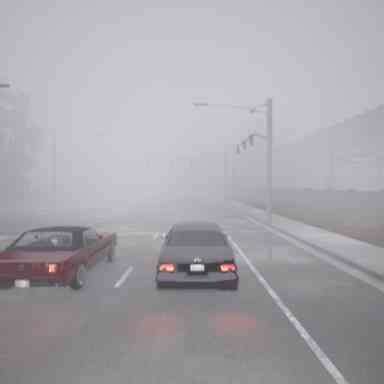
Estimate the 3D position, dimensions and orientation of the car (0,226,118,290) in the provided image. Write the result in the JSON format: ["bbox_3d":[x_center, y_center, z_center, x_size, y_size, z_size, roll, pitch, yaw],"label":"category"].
[{"bbox_3d":[-3.386,1.553,8.926,1.895,1.301,4.718,0,0,1],"label":"car"}]

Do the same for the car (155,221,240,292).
[{"bbox_3d":[0.104,1.503,8.975,2.033,1.411,5.357,0,0,0],"label":"car"}]
